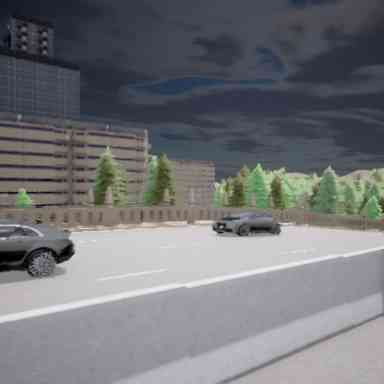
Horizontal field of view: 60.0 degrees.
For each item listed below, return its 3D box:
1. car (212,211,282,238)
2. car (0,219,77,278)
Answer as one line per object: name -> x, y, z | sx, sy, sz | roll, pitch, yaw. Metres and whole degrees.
car -> 3.229, 1.782, 19.192 | 4.181, 1.385, 1.994 | 3, -2, -35
car -> -5.573, 1.494, 8.615 | 4.902, 1.511, 2.128 | 0, 0, -36
